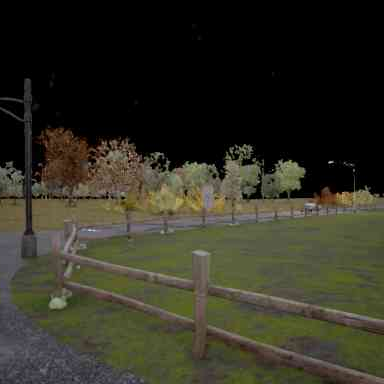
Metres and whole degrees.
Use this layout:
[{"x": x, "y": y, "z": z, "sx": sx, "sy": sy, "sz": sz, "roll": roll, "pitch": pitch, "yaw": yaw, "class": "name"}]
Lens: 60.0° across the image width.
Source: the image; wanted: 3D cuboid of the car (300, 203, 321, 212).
[{"x": 18.940, "y": 2.449, "z": 52.927, "sx": 2.033, "sy": 1.411, "sz": 5.357, "roll": -1, "pitch": -2, "yaw": 40, "class": "car"}]
